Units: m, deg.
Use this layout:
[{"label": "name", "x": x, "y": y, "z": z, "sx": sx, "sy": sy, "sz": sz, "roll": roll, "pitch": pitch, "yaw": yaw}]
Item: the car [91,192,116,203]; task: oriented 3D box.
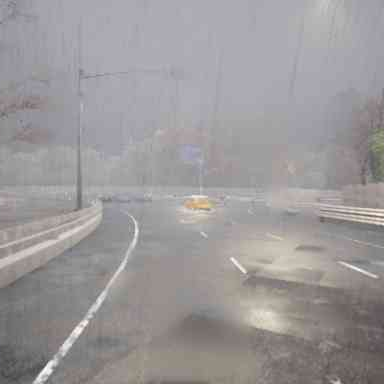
[{"label": "car", "x": -15.136, "y": 1.016, "z": 56.841, "sx": 2.097, "sy": 1.767, "sz": 4.553, "roll": 1, "pitch": 0, "yaw": -31}]

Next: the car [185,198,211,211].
[{"label": "car", "x": 0.632, "y": 1.429, "z": 39.238, "sx": 1.882, "sy": 1.535, "sz": 5.008, "roll": 1, "pitch": 0, "yaw": -19}]

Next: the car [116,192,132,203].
[{"label": "car", "x": -12.360, "y": 1.270, "z": 59.034, "sx": 1.994, "sy": 1.385, "sz": 4.181, "roll": 1, "pitch": 0, "yaw": -31}]

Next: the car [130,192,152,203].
[{"label": "car", "x": -8.882, "y": 1.254, "z": 60.025, "sx": 2.128, "sy": 1.511, "sz": 4.902, "roll": 1, "pitch": 0, "yaw": -31}]

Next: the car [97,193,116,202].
[{"label": "car", "x": -17.052, "y": 1.096, "z": 66.126, "sx": 1.882, "sy": 1.535, "sz": 5.008, "roll": 1, "pitch": 0, "yaw": -38}]

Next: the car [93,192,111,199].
[{"label": "car", "x": -20.635, "y": 0.836, "z": 76.376, "sx": 1.882, "sy": 1.535, "sz": 5.008, "roll": 1, "pitch": 0, "yaw": -43}]

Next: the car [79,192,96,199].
[{"label": "car", "x": -23.293, "y": 0.842, "z": 74.098, "sx": 1.812, "sy": 1.442, "sz": 4.674, "roll": 1, "pitch": 0, "yaw": -43}]

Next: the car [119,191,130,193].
[{"label": "car", "x": -14.268, "y": 0.886, "z": 68.259, "sx": 2.150, "sy": 2.045, "sz": 5.566, "roll": 1, "pitch": 0, "yaw": -38}]

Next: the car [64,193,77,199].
[{"label": "car", "x": -25.950, "y": 0.829, "z": 71.820, "sx": 1.994, "sy": 1.385, "sz": 4.181, "roll": 1, "pitch": 0, "yaw": -43}]

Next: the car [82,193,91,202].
[{"label": "car", "x": -19.911, "y": 1.076, "z": 64.107, "sx": 1.837, "sy": 1.490, "sz": 4.892, "roll": 1, "pitch": 0, "yaw": -38}]
